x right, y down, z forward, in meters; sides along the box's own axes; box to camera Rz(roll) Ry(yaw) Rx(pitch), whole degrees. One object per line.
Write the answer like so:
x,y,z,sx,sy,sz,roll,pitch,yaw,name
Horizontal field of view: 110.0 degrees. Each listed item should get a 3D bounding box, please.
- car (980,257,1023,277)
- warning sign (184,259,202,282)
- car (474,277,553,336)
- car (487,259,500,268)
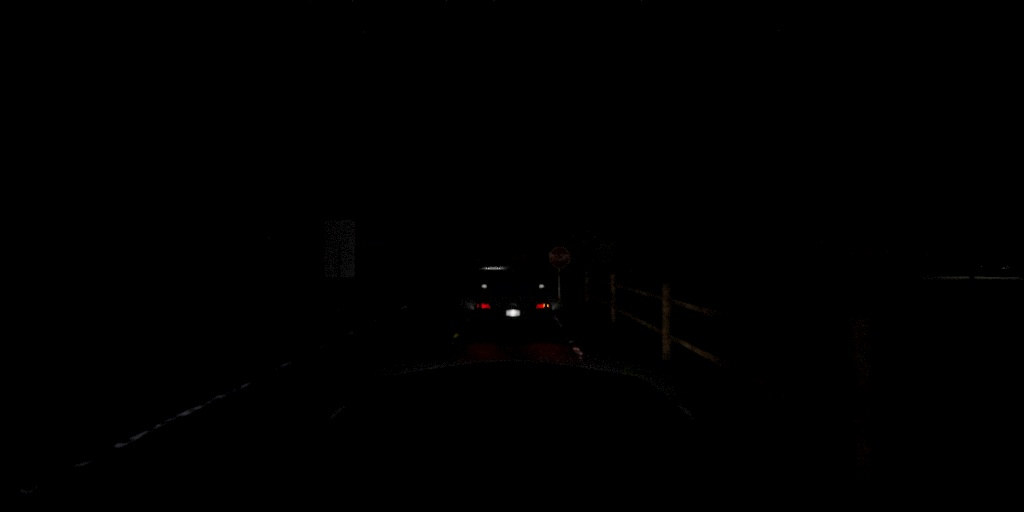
39.190,0.799,27.520,5.008,1.535,1.882,-1,-1,0,car
-25.799,1.165,29.187,1.060,1.860,1.300,0,0,-1,warning sign
0.027,1.295,10.368,1.994,1.385,4.181,0,0,0,car
-3.020,1.222,58.258,1.994,1.385,4.181,0,0,-1,car
